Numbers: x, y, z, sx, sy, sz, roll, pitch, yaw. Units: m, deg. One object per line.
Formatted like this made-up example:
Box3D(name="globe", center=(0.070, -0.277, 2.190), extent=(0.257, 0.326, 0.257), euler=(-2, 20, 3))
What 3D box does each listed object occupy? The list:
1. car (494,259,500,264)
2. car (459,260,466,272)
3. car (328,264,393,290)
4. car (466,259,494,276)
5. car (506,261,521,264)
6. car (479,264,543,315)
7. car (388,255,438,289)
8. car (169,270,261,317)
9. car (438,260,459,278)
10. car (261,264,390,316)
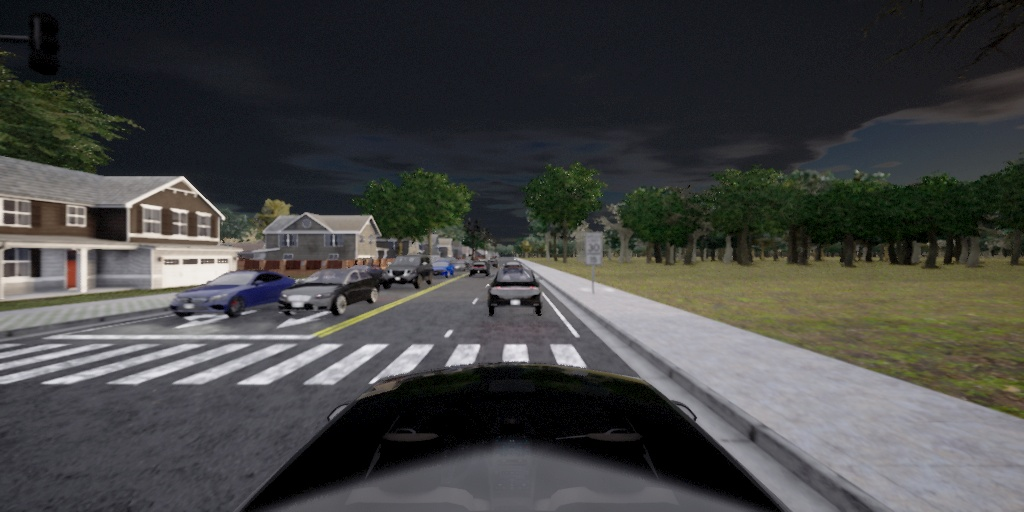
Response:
Box3D(name="car", center=(-3.154, 1.202, 58.779), extent=(1.837, 1.490, 4.892), euler=(0, -1, 0))
Box3D(name="car", center=(-6.533, 1.202, 45.323), extent=(2.128, 1.511, 4.902), euler=(0, 0, 0))
Box3D(name="car", center=(-9.837, 1.280, 23.871), extent=(2.033, 1.411, 5.357), euler=(0, 0, 0))
Box3D(name="car", center=(-3.144, 1.225, 36.059), extent=(1.837, 1.490, 4.892), euler=(0, 0, 0))
Box3D(name="car", center=(0.105, 1.198, 36.125), extent=(1.882, 1.535, 5.008), euler=(0, 0, 0))
Box3D(name="car", center=(0.104, 1.233, 13.632), extent=(2.128, 1.511, 4.902), euler=(0, 0, 0))
Box3D(name="car", center=(-6.603, 0.954, 23.391), extent=(2.150, 2.045, 5.566), euler=(0, 0, -1))
Box3D(name="car", center=(-9.849, 1.268, 13.258), extent=(1.812, 1.442, 4.674), euler=(0, 0, 0))
Box3D(name="car", center=(-6.547, 1.201, 33.560), extent=(1.882, 1.535, 5.008), euler=(0, 0, 0))
Box3D(name="car", center=(-6.597, 1.234, 13.506), extent=(2.128, 1.511, 4.902), euler=(0, 0, 0))
